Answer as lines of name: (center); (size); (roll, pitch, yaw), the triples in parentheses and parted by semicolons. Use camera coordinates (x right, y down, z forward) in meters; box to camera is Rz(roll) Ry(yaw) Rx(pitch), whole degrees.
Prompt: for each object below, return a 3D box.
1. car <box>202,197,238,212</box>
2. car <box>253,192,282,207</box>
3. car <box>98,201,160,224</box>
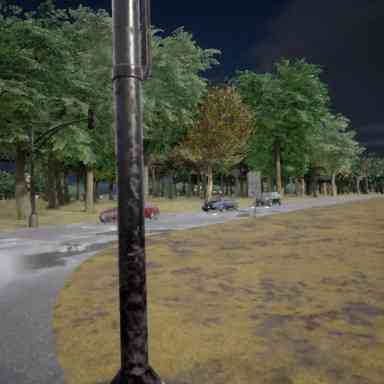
car: (2.712, 1.162, 31.736); (1.994, 1.385, 4.181); (-3, -1, 37)
car: (9.151, 0.788, 40.197); (2.097, 1.767, 4.553); (-3, -1, 37)
car: (-4.158, 1.304, 22.697); (1.812, 1.442, 4.674); (-3, -1, 37)
